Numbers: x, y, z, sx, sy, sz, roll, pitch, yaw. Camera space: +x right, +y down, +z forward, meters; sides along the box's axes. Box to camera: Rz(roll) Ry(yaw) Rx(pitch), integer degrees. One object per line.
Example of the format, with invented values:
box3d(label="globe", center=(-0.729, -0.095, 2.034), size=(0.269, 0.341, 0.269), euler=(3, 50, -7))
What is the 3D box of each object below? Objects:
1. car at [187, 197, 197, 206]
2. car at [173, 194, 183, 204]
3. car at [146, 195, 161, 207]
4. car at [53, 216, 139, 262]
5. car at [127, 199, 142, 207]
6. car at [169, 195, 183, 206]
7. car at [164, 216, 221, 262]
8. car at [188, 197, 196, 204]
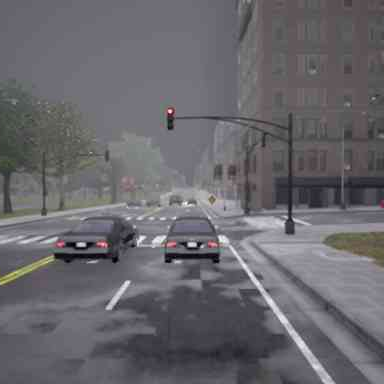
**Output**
box3d(label="car", center=(0.051, 1.907, 66.136), size=(1.837, 1.490, 4.892), euler=(0, -2, 0))
box3d(label="car", center=(-3.238, 1.611, 77.982), size=(2.150, 2.045, 5.566), euler=(0, 0, 0))
box3d(label="car", center=(-6.559, 1.561, 56.999), size=(2.150, 2.045, 5.566), euler=(0, 0, 0))
box3d(label="car", center=(-3.232, 1.602, 12.247), size=(2.033, 1.411, 5.357), euler=(0, 0, 0))
box3d(label="car", center=(-9.802, 1.888, 57.056), size=(2.033, 1.411, 5.357), euler=(0, 0, 1))
box3d(label="car", center=(-3.214, 1.615, 65.153), size=(2.150, 2.045, 5.566), euler=(0, -1, 1))
box3d(label="car", center=(0.018, 1.602, 12.254), size=(2.033, 1.411, 5.357), euler=(0, 0, 0))
box3d(label="car", center=(0.012, 1.886, 77.950), size=(1.837, 1.490, 4.892), euler=(0, 0, 0))
